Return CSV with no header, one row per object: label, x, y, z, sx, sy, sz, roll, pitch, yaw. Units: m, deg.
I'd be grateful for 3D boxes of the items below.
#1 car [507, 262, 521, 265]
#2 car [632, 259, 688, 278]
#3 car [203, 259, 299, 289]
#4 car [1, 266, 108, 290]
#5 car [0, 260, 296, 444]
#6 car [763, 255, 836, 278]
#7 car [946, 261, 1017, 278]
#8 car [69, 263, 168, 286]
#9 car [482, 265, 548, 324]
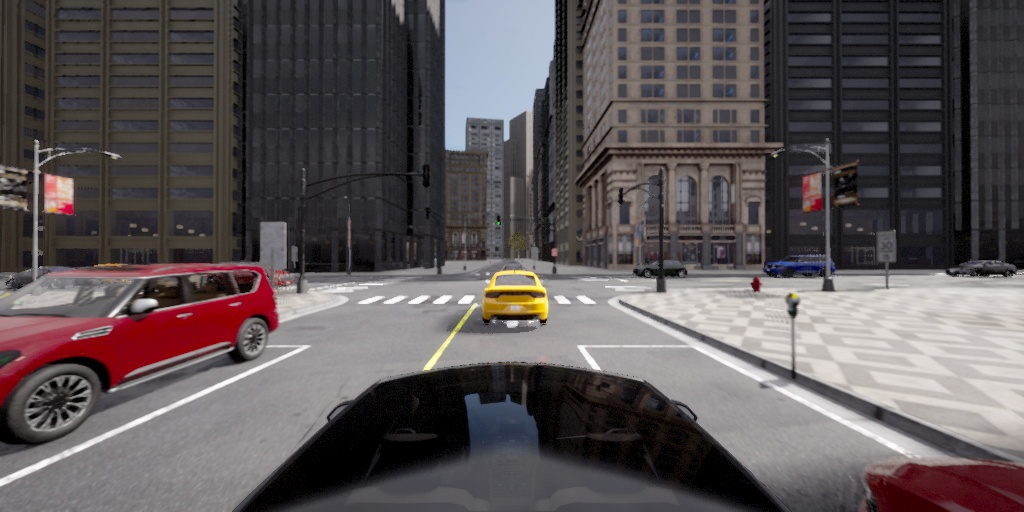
car,0.153,1.311,36.255,2.033,1.411,5.357,0,0,0
car,13.365,1.083,32.586,4.553,1.767,2.097,0,0,0
car,-16.323,1.108,22.588,4.553,1.767,2.097,0,0,1
car,-28.709,1.366,22.602,4.181,1.385,1.994,0,0,0
car,-5.857,1.063,5.500,2.192,1.841,5.009,0,0,0
car,26.053,0.922,32.598,5.566,2.045,2.150,0,0,0
car,42.525,1.157,32.571,4.902,1.511,2.128,0,0,0
car,-28.246,1.303,25.853,5.008,1.535,1.882,0,0,0
car,0.092,1.224,12.002,1.882,1.535,5.008,0,0,0
